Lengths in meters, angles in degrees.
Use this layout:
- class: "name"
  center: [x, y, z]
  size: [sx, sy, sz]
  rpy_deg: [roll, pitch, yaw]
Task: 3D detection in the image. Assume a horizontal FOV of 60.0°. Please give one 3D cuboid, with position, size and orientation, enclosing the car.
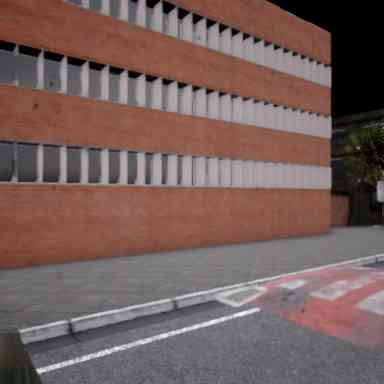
- class: "car"
  center: [-3.181, 1.586, 1.419]
  size: [4.718, 1.301, 1.895]
  rpy_deg: [1, 0, -36]
